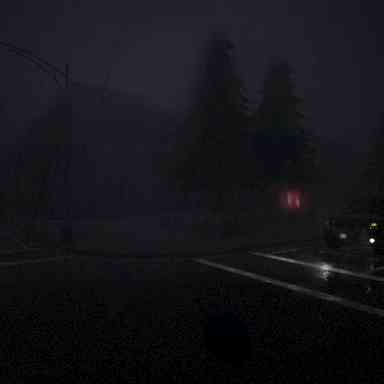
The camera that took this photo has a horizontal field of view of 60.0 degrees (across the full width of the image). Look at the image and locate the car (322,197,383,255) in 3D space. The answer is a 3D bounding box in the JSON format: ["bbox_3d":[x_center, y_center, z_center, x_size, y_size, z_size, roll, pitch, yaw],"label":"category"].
[{"bbox_3d":[7.713,1.248,13.737,5.566,2.045,2.150,0,0,-37],"label":"car"}]
